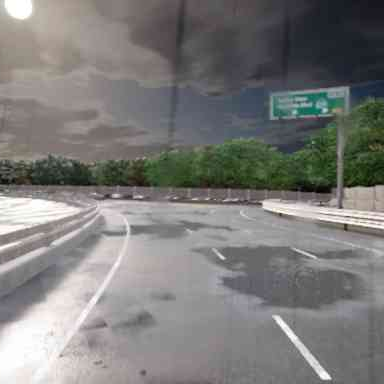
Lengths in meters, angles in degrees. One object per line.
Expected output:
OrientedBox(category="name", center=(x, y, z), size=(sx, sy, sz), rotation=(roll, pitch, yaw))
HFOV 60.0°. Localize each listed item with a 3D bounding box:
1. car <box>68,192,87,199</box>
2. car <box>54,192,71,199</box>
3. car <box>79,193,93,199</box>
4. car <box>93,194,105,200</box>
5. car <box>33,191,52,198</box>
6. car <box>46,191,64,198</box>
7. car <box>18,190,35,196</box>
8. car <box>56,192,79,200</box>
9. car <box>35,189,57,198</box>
OrientedBox(category="car", center=(-27.400, 0.894, 79.276), size=(5.357, 1.411, 2.033), rotation=(2, 0, 43))
OrientedBox(category="car", center=(-29.953, 0.803, 76.881), size=(4.674, 1.442, 1.812), rotation=(2, 0, 43))
OrientedBox(category="car", center=(-23.231, 1.013, 69.964), size=(1.994, 1.385, 4.181), rotation=(2, 0, -44))
OrientedBox(category="car", center=(-20.838, 1.087, 72.552), size=(1.994, 1.385, 4.181), rotation=(2, 0, -44))
OrientedBox(category="car", center=(-37.587, 0.595, 83.351), size=(4.902, 1.511, 2.128), rotation=(2, 0, 35))
OrientedBox(category="car", center=(-35.449, 0.633, 86.122), size=(4.892, 1.490, 1.837), rotation=(2, 0, 35))
OrientedBox(category="car", center=(-40.313, 0.174, 81.045), size=(4.553, 1.767, 2.097), rotation=(2, 0, 35))
OrientedBox(category="car", center=(-25.064, 0.925, 66.779), size=(1.812, 1.442, 4.674), rotation=(2, 0, -41))
OrientedBox(category="car", center=(-32.192, 0.431, 74.186), size=(5.566, 2.045, 2.150), rotation=(2, 0, 43))
